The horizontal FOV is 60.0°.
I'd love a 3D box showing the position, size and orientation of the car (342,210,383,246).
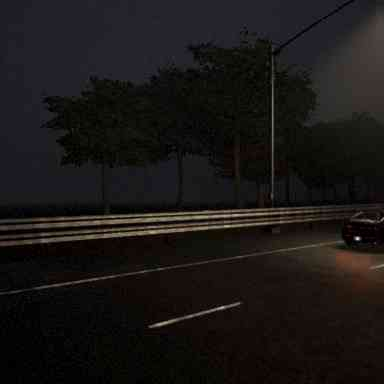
[{"bbox_3d":[8.275,1.523,14.071,4.892,1.490,1.837,0,0,-35],"label":"car"}]
